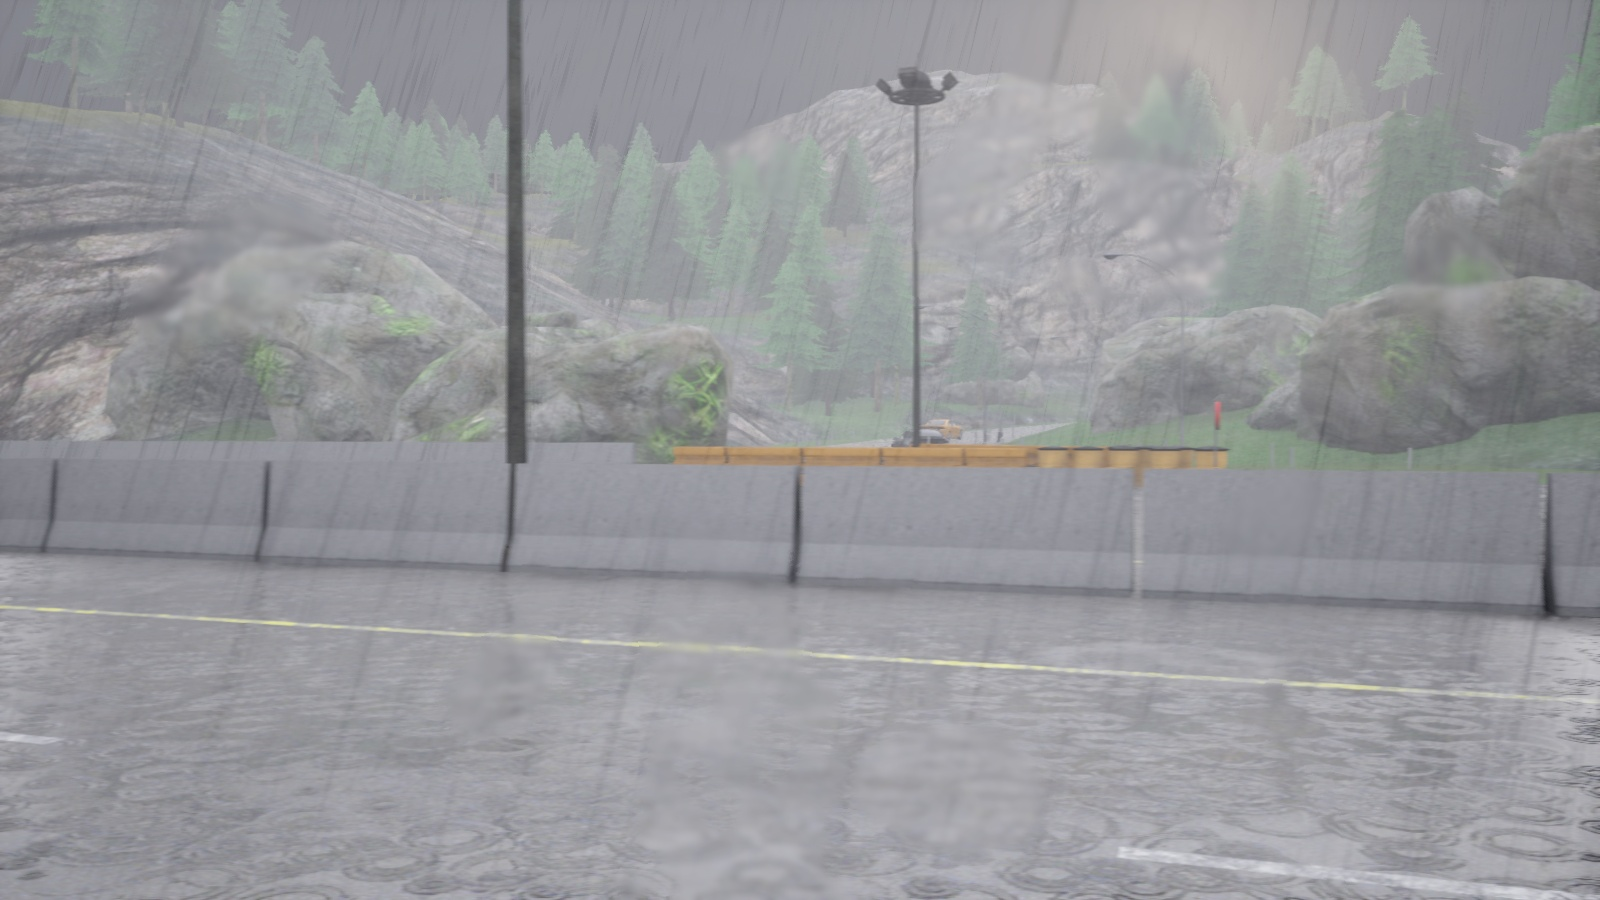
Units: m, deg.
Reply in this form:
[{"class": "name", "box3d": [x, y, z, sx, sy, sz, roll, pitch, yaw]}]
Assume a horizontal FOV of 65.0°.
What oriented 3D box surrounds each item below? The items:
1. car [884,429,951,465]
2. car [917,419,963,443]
[{"class": "car", "box3d": [5.312, -0.173, 57.306, 1.837, 1.490, 4.892, 0, 2, -10]}, {"class": "car", "box3d": [9.722, -1.334, 86.805, 1.882, 1.535, 5.008, 1, 3, 22]}]
